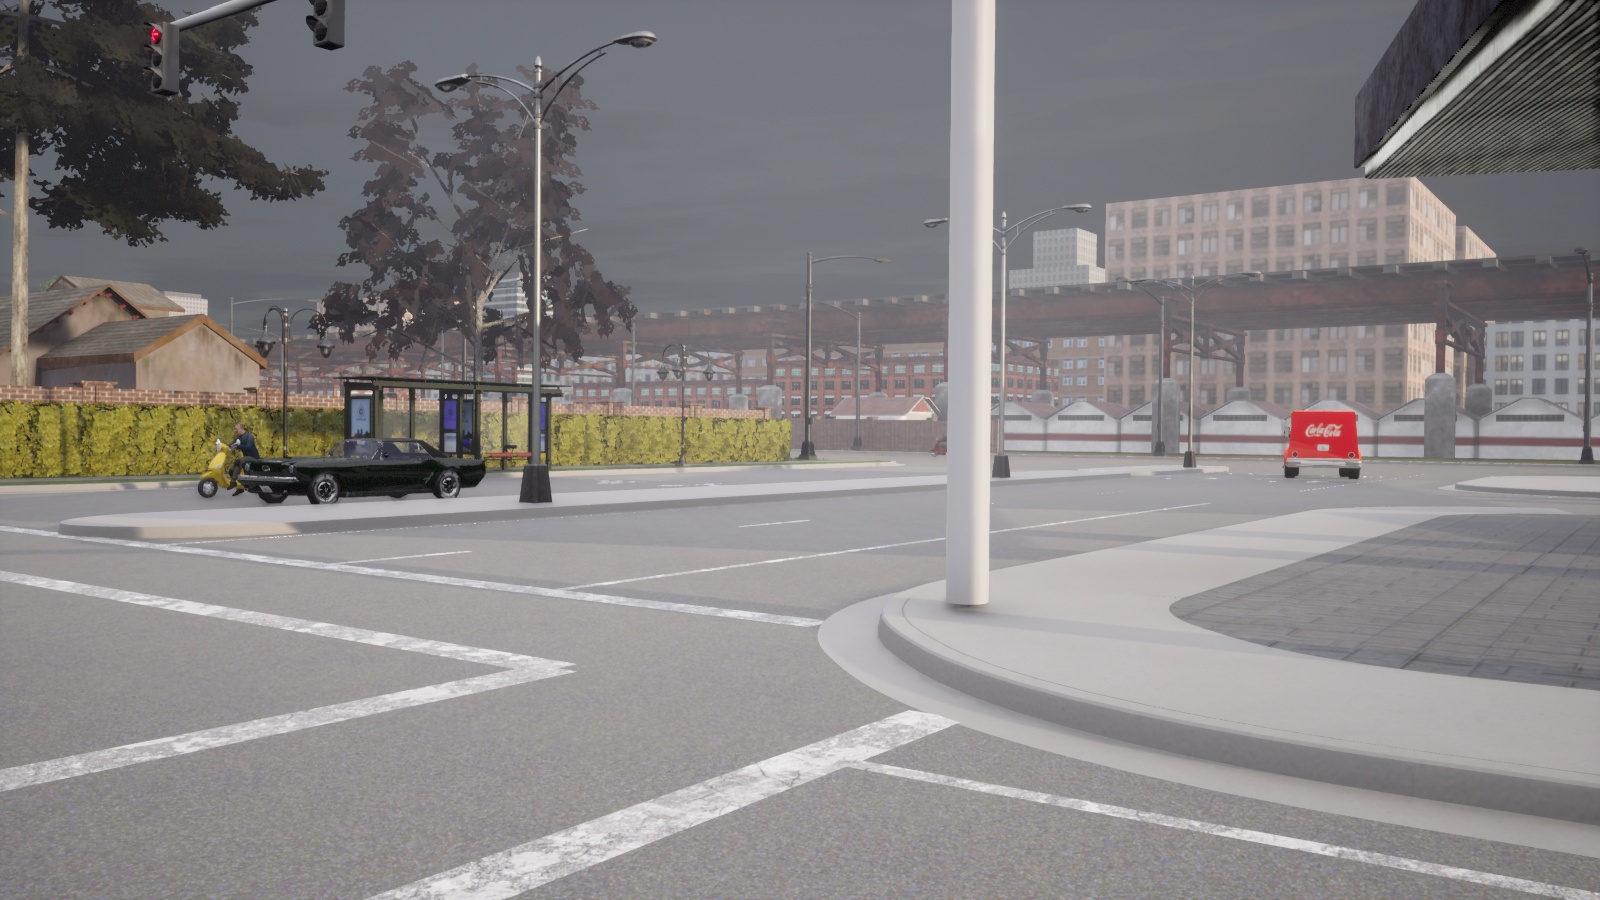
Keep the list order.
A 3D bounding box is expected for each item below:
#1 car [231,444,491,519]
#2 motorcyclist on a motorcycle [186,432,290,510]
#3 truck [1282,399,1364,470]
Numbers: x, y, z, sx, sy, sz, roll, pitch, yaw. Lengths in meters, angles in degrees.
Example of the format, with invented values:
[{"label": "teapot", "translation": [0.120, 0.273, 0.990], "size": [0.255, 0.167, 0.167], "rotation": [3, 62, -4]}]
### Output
[{"label": "car", "translation": [-8.724, 0.564, 25.371], "size": [1.895, 1.301, 4.718], "rotation": [0, 1, 35]}, {"label": "motorcyclist on a motorcycle", "translation": [-11.985, 0.427, 26.842], "size": [0.866, 1.590, 1.817], "rotation": [0, 1, 35]}, {"label": "truck", "translation": [19.224, -0.563, 46.375], "size": [2.627, 2.467, 5.204], "rotation": [0, 1, 21]}]
